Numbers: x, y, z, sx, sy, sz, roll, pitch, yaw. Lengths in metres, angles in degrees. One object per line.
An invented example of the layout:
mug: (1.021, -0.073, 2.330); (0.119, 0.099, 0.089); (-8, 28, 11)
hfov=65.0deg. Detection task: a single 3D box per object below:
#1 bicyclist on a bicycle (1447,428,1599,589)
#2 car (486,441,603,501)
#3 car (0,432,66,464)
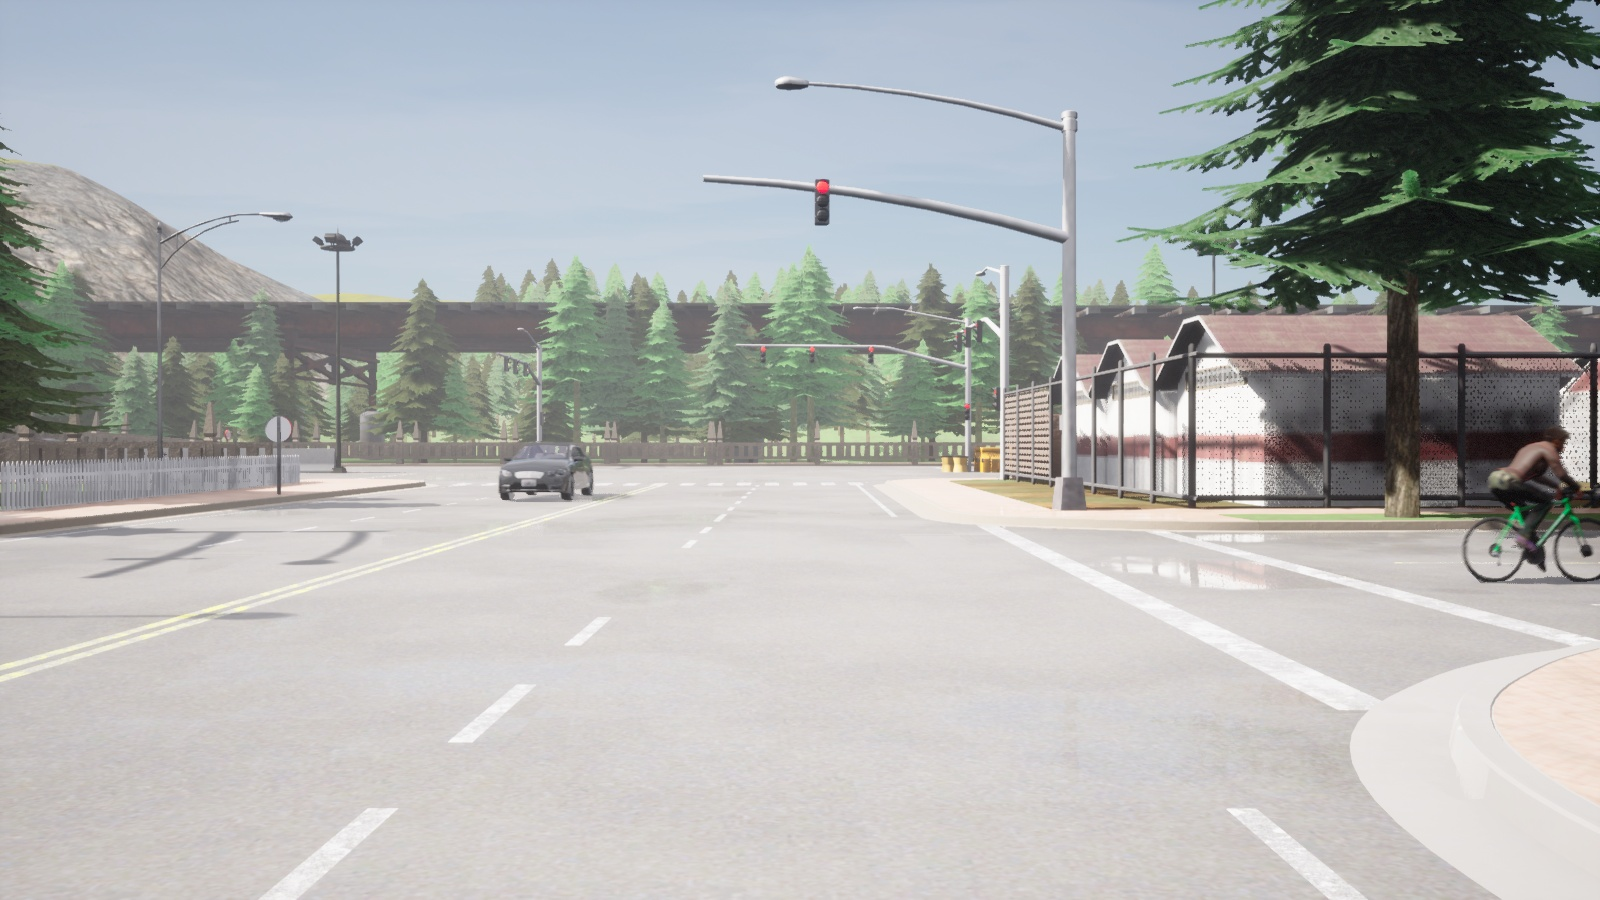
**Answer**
bicyclist on a bicycle: (7.682, 0.593, 12.998); (1.656, 1.620, 0.582); (1, 0, -2)
car: (-6.787, 0.506, 33.872); (2.128, 1.511, 4.902); (0, 0, 0)
car: (-43.295, -0.123, 69.909); (3.705, 1.549, 1.789); (4, 0, -1)
